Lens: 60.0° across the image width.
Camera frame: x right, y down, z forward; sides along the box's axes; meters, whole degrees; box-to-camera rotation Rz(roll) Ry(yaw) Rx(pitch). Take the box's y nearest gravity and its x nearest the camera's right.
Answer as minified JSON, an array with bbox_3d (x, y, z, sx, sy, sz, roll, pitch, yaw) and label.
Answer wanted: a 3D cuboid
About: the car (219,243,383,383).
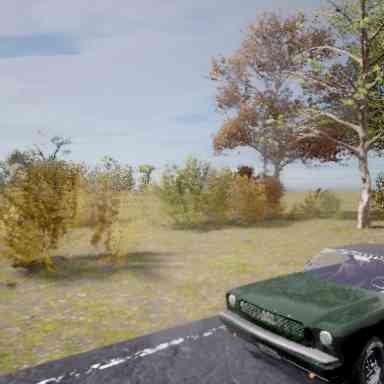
[{"bbox_3d":[2.737,1.571,5.212,4.718,1.301,1.895,0,0,-34],"label":"car"}]
